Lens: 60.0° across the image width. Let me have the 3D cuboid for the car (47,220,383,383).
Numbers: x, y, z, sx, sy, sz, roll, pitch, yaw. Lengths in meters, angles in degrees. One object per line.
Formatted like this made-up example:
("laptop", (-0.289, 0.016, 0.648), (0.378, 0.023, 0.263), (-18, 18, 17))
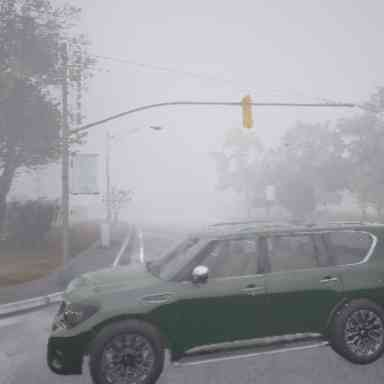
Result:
("car", (0.705, 1.544, 5.426), (5.566, 2.045, 2.150), (-1, -3, -12))
